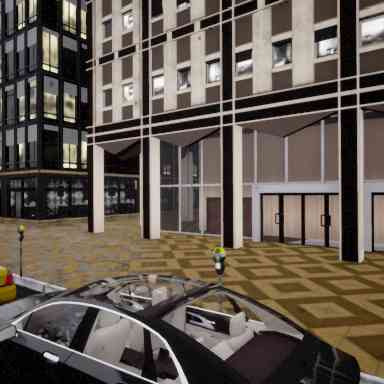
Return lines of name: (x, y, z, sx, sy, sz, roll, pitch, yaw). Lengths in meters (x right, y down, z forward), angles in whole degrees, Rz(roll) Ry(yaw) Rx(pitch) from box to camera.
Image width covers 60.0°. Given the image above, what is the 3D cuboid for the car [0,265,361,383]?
car: (-0.680, 1.551, 3.367, 4.403, 1.369, 2.008, 0, 0, 36)
